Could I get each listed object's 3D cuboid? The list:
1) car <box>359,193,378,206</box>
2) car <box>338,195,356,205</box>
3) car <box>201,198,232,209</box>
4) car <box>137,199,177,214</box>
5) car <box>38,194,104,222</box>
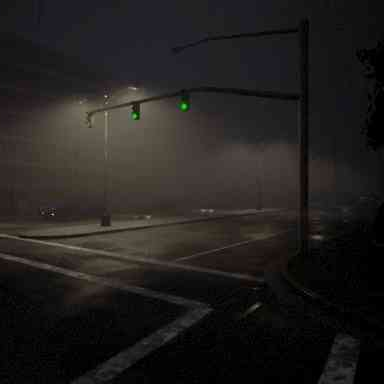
[{"bbox_3d":[28.722,1.221,54.039,2.150,2.045,5.566,0,0,36],"label":"car"},{"bbox_3d":[26.656,1.352,57.153,2.097,1.767,4.553,0,0,36],"label":"car"},{"bbox_3d":[3.431,1.547,45.012,2.033,1.411,5.357,0,0,36],"label":"car"},{"bbox_3d":[-3.631,1.478,35.267,1.882,1.535,5.008,0,0,36],"label":"car"},{"bbox_3d":[-9.535,1.222,27.117,2.150,2.045,5.566,0,0,36],"label":"car"}]
